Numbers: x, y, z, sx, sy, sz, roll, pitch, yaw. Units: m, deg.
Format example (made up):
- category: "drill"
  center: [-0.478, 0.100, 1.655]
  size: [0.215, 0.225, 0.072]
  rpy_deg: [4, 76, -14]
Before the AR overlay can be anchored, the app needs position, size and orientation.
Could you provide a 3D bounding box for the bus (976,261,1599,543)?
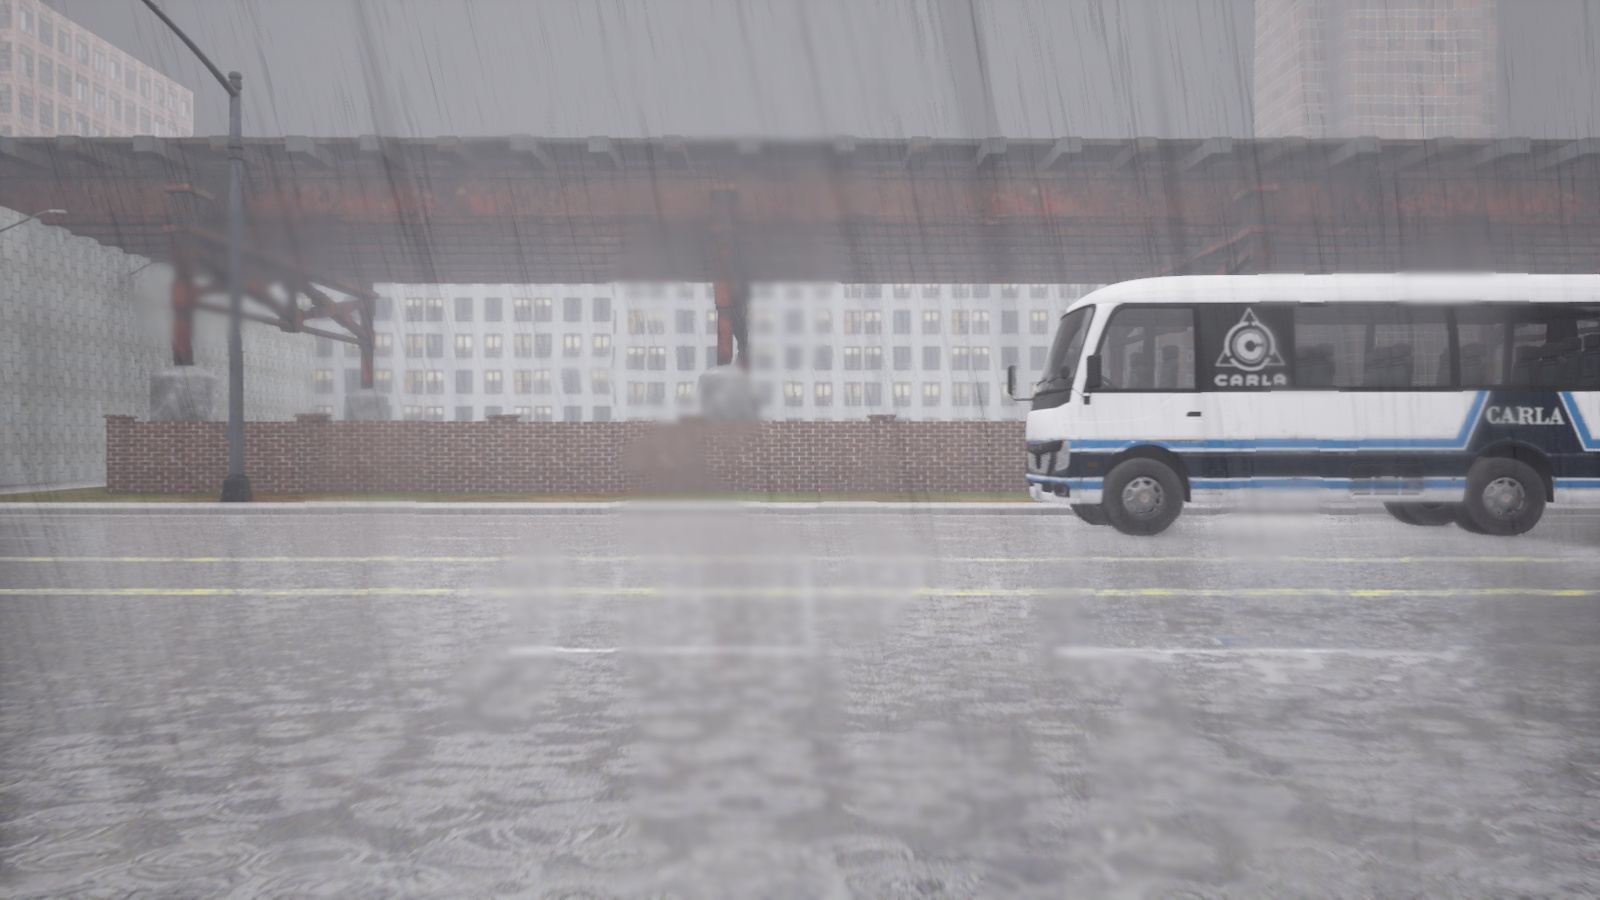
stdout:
- category: "bus"
  center: [8.344, -0.742, 20.996]
  size: [10.273, 4.253, 3.944]
  rpy_deg: [0, 0, 1]
